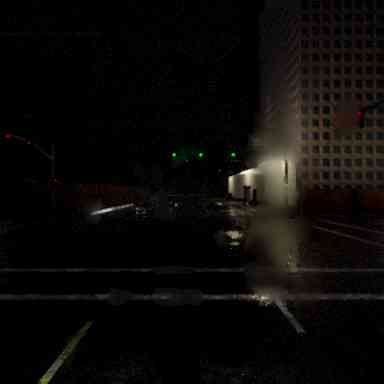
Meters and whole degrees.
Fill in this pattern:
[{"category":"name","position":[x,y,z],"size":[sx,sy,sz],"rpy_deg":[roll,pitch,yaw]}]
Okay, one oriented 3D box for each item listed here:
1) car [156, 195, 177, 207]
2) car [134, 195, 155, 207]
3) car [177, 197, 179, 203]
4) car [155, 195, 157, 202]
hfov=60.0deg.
[{"category":"car","position":[-3.567,1.396,47.709],"size":[1.837,1.490,4.892],"rpy_deg":[0,0,0]},{"category":"car","position":[-7.067,1.383,47.815],"size":[2.128,1.511,4.902],"rpy_deg":[0,0,0]},{"category":"car","position":[-3.511,1.418,63.696],"size":[1.994,1.385,4.181],"rpy_deg":[0,0,1]},{"category":"car","position":[-7.001,1.379,64.326],"size":[1.812,1.442,4.674],"rpy_deg":[0,0,0]}]
